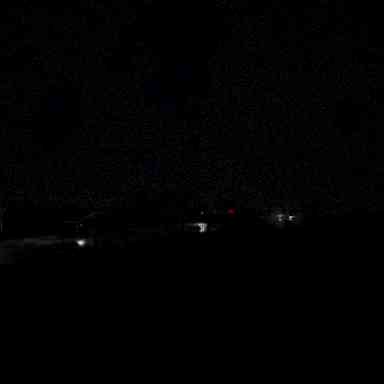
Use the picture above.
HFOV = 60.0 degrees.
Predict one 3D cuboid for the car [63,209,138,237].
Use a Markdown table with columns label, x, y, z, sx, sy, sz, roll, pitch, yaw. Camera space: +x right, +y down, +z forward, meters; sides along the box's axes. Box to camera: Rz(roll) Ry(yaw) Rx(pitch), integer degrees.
| label | x | y | z | sx | sy | sz | roll | pitch | yaw |
| --- | --- | --- | --- | --- | --- | --- | --- | --- | --- |
| car | -5.585 | 1.849 | 20.831 | 1.882 | 1.535 | 5.008 | -1 | -2 | 35 |

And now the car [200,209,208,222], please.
| label | x | y | z | sx | sy | sz | roll | pitch | yaw |
| --- | --- | --- | --- | --- | --- | --- | --- | --- | --- |
| car | 2.669 | 2.028 | 32.584 | 2.097 | 1.767 | 4.553 | -1 | -2 | 35 |

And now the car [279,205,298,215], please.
| label | x | y | z | sx | sy | sz | roll | pitch | yaw |
| --- | --- | --- | --- | --- | --- | --- | --- | --- | --- |
| car | 14.507 | 2.659 | 49.256 | 1.837 | 1.490 | 4.892 | -1 | -3 | 35 |

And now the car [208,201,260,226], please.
| label | x | y | z | sx | sy | sz | roll | pitch | yaw |
| --- | --- | --- | --- | --- | --- | --- | --- | --- | --- |
| car | 3.994 | 1.802 | 29.372 | 2.150 | 2.045 | 5.566 | -1 | -2 | 35 |
